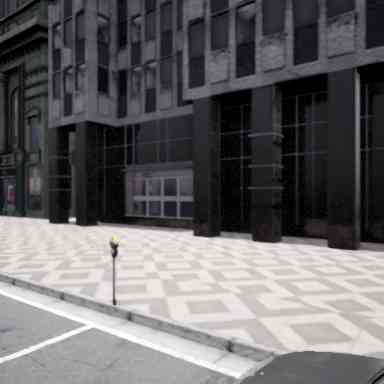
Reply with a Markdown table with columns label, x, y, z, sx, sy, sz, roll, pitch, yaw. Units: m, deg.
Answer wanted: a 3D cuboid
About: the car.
| label | x | y | z | sx | sy | sz | roll | pitch | yaw |
| --- | --- | --- | --- | --- | --- | --- | --- | --- | --- |
| car | 2.074 | 1.546 | 1.479 | 4.403 | 1.369 | 2.008 | 0 | 0 | 36 |
